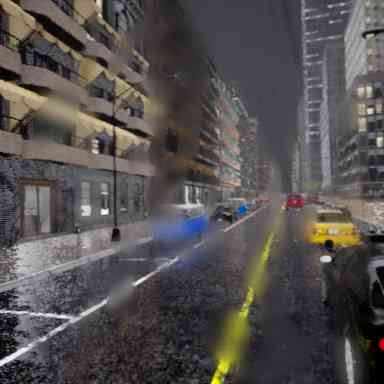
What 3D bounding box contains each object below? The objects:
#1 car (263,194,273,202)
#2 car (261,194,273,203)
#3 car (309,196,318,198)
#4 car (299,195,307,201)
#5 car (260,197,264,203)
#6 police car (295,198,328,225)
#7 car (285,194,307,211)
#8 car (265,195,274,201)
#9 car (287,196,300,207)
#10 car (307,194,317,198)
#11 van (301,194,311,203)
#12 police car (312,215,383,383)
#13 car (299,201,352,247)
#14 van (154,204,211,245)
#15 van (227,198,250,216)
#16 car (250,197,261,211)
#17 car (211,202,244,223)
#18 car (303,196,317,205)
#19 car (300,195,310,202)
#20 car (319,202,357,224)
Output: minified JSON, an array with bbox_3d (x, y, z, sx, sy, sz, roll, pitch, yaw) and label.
[{"bbox_3d":[18.716,1.468,81.933,2.192,1.841,5.009,-1,0,16],"label":"car"},{"bbox_3d":[15.519,1.477,70.994,2.192,1.841,5.009,-1,0,16],"label":"car"},{"bbox_3d":[13.935,1.456,35.711,1.887,1.381,4.507,-1,0,16],"label":"car"},{"bbox_3d":[28.291,1.463,84.943,1.802,1.307,4.206,-1,0,16],"label":"car"},{"bbox_3d":[9.126,1.757,49.112,1.802,1.307,4.206,-1,0,16],"label":"car"},{"bbox_3d":[7.525,1.391,20.226,1.930,1.638,5.238,-2,-1,16],"label":"police car"},{"bbox_3d":[12.657,1.219,40.974,2.150,2.045,5.566,-2,0,18],"label":"car"},{"bbox_3d":[20.316,1.587,87.403,1.967,1.590,4.097,-1,0,16],"label":"car"},{"bbox_3d":[16.298,1.496,53.438,1.837,1.490,4.892,-2,0,16],"label":"car"},{"bbox_3d":[18.728,1.221,52.121,2.192,1.841,5.009,-1,0,16],"label":"car"},{"bbox_3d":[23.534,1.236,68.525,1.690,1.788,3.998,-1,0,16],"label":"van"},{"bbox_3d":[3.035,1.382,4.866,1.930,1.638,5.238,-2,-1,16],"label":"police car"},{"bbox_3d":[5.865,1.418,14.543,1.801,1.575,5.366,-2,-1,16],"label":"car"},{"bbox_3d":[-0.471,1.513,16.294,1.690,1.788,3.998,-1,0,16],"label":"van"},{"bbox_3d":[4.327,1.520,32.705,1.690,1.788,3.998,-1,0,16],"label":"van"},{"bbox_3d":[7.527,1.728,43.644,2.008,1.369,4.403,-1,0,16],"label":"car"},{"bbox_3d":[2.731,1.743,27.236,1.947,1.339,4.313,-1,0,16],"label":"car"},{"bbox_3d":[20.330,1.453,57.589,2.008,1.369,4.403,-1,0,16],"label":"car"},{"bbox_3d":[25.103,1.457,74.002,1.947,1.339,4.313,-1,0,16],"label":"car"},{"bbox_3d":[10.738,1.461,24.774,2.008,1.369,4.403,-1,0,16],"label":"car"}]
